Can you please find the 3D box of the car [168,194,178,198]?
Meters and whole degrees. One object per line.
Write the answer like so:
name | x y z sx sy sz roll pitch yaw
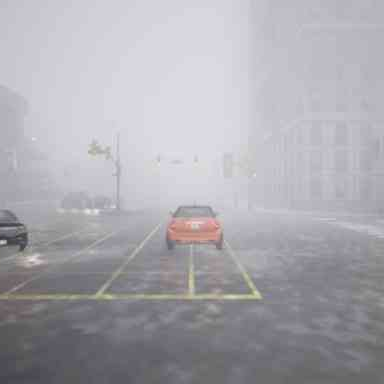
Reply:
car | -3.902 1.065 67.813 2.033 1.411 5.357 0 0 -8

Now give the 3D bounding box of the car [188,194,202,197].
car | 0.669 1.059 67.842 1.994 1.385 4.181 0 0 20

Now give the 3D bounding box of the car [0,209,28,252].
car | -7.711 1.399 12.588 2.128 1.511 4.902 0 0 -40

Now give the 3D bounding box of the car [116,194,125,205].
car | -11.516 1.123 50.951 2.128 1.511 4.902 0 0 0

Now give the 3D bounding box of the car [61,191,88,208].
car | -15.000 0.909 43.184 2.150 2.045 5.566 0 0 0

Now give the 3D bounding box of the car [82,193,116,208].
car | -11.521 1.191 41.520 2.128 1.511 4.902 0 0 0

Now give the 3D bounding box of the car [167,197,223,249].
car | 0.101 1.249 14.140 2.097 1.767 4.553 0 0 0
